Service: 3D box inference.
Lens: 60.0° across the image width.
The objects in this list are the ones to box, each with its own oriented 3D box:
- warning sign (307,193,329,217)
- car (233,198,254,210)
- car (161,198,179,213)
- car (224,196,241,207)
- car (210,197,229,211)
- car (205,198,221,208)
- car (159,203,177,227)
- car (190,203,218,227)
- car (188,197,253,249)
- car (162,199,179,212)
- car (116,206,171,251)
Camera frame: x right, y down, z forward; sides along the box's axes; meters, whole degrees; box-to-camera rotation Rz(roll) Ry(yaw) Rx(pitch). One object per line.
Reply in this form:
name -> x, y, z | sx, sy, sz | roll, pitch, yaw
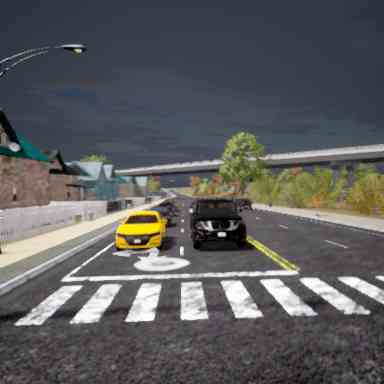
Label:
warning sign -> 10.250, 1.040, 27.118 | 1.300, 1.860, 1.060 | 0, 1, -2
car -> 6.918, 1.619, 45.076 | 1.837, 1.490, 4.892 | -1, 0, -1
car -> -2.864, 1.699, 44.171 | 2.097, 1.767, 4.553 | -1, 0, -1
car -> 6.648, 1.542, 55.475 | 2.097, 1.767, 4.553 | -1, 0, -1
car -> 3.659, 1.547, 45.278 | 2.097, 1.767, 4.553 | -1, 0, -1
car -> 3.402, 1.760, 55.420 | 2.128, 1.511, 4.902 | -1, 0, -1
car -> -2.389, 1.778, 24.256 | 1.994, 1.385, 4.181 | -1, 0, -1
car -> 0.830, 1.668, 25.318 | 1.812, 1.442, 4.674 | -1, 0, -2
car -> 1.070, 1.302, 15.559 | 2.150, 2.045, 5.566 | -1, 0, -1
car -> -2.623, 1.804, 34.223 | 1.812, 1.442, 4.674 | -1, 0, -1
car -> -2.167, 1.635, 15.270 | 1.882, 1.535, 5.008 | -1, 0, -2
